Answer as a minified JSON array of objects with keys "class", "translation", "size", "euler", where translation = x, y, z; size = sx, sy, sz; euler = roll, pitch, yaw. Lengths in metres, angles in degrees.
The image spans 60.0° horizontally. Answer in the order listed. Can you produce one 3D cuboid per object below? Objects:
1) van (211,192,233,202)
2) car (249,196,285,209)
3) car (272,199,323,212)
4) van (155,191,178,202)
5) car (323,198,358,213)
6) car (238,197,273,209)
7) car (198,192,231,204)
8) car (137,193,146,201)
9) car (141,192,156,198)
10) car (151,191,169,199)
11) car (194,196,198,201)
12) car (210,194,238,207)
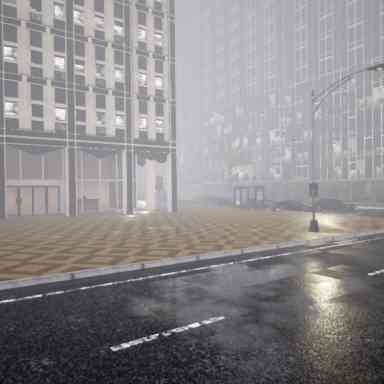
[{"class":"van","translation":[5.335,0.870,59.158],"size":[1.690,1.788,3.998],"euler":[0,1,-35]},{"class":"car","translation":[9.576,1.329,42.769],"size":[1.994,1.385,4.181],"euler":[-1,1,-35]},{"class":"car","translation":[11.215,1.435,35.610],"size":[1.947,1.339,4.313],"euler":[0,1,-35]},{"class":"van","translation":[-4.790,0.949,59.090],"size":[1.690,1.788,3.998],"euler":[0,1,-35]},{"class":"car","translation":[14.973,1.377,34.931],"size":[1.812,1.442,4.674],"euler":[-1,1,-34]},{"class":"car","translation":[8.006,1.399,40.304],"size":[1.802,1.307,4.206],"euler":[0,1,-35]},{"class":"car","translation":[3.687,1.217,51.344],"size":[2.033,1.411,5.357],"euler":[-1,1,-34]},{"class":"car","translation":[-11.235,1.051,68.456],"size":[2.008,1.369,4.403],"euler":[0,1,-35]},{"class":"car","translation":[-10.777,0.701,82.568],"size":[1.967,1.590,4.097],"euler":[0,1,-35]},{"class":"car","translation":[-7.554,0.630,77.885],"size":[2.192,1.841,5.009],"euler":[0,1,-35]},{"class":"car","translation":[2.113,1.058,63.843],"size":[1.802,1.307,4.206],"euler":[0,1,-35]},{"class":"car","translation":[4.832,1.331,45.019],"size":[1.947,1.339,4.313],"euler":[0,1,-35]}]
